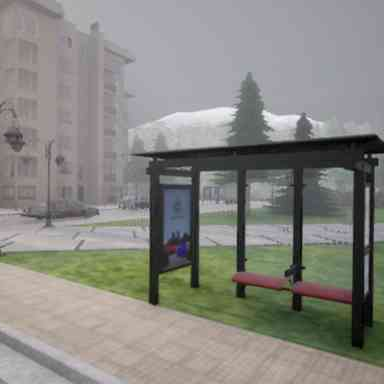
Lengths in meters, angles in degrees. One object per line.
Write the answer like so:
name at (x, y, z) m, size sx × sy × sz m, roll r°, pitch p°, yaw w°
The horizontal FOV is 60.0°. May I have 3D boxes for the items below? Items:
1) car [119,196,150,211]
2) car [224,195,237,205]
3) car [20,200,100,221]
car at (-5.584, 1.189, 35.325) m, size 2.128 × 1.511 × 4.902 m, roll 1°, pitch 1°, yaw 36°
car at (7.096, 1.245, 52.645) m, size 2.033 × 1.411 × 5.357 m, roll 1°, pitch 0°, yaw 36°
car at (-9.375, 1.286, 24.059) m, size 2.033 × 1.411 × 5.357 m, roll 1°, pitch 0°, yaw 38°
